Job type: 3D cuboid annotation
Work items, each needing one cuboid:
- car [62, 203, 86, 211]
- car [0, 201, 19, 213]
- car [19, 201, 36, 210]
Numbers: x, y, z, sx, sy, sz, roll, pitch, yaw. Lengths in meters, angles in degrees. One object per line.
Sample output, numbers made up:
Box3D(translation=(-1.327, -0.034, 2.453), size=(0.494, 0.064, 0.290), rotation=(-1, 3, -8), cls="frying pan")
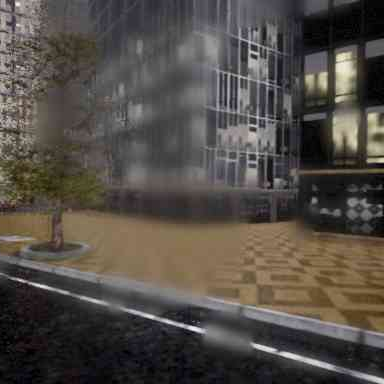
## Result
Box3D(translation=(-18.916, 2.459, 54.415), size=(4.507, 1.381, 1.887), rotation=(0, 1, -34), cls="car")
Box3D(translation=(-28.270, 2.180, 48.011), size=(5.009, 1.841, 2.192), rotation=(0, 1, -34), cls="car")
Box3D(translation=(-28.043, 2.315, 57.718), size=(4.403, 1.369, 2.008), rotation=(0, 1, -34), cls="car")
